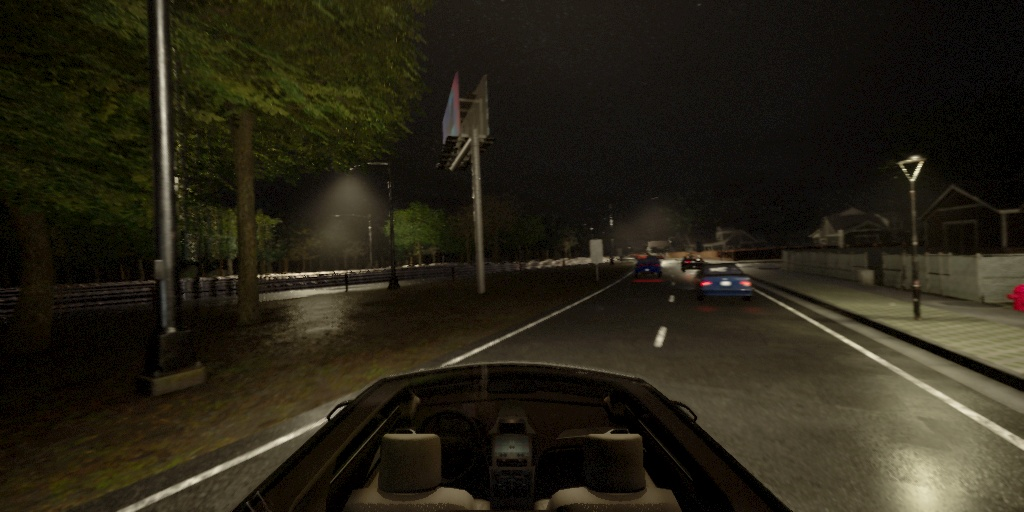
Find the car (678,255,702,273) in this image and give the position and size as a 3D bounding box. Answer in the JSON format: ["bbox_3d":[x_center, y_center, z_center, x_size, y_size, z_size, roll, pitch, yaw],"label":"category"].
[{"bbox_3d":[16.317,0.666,32.552,2.128,1.511,4.902,-2,0,22],"label":"car"}]

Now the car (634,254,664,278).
[{"bbox_3d":[10.881,0.862,28.597,1.882,1.535,5.008,-2,-1,23],"label":"car"}]

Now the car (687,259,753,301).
[{"bbox_3d":[8.715,0.993,15.129,2.033,1.411,5.357,-2,0,25],"label":"car"}]
